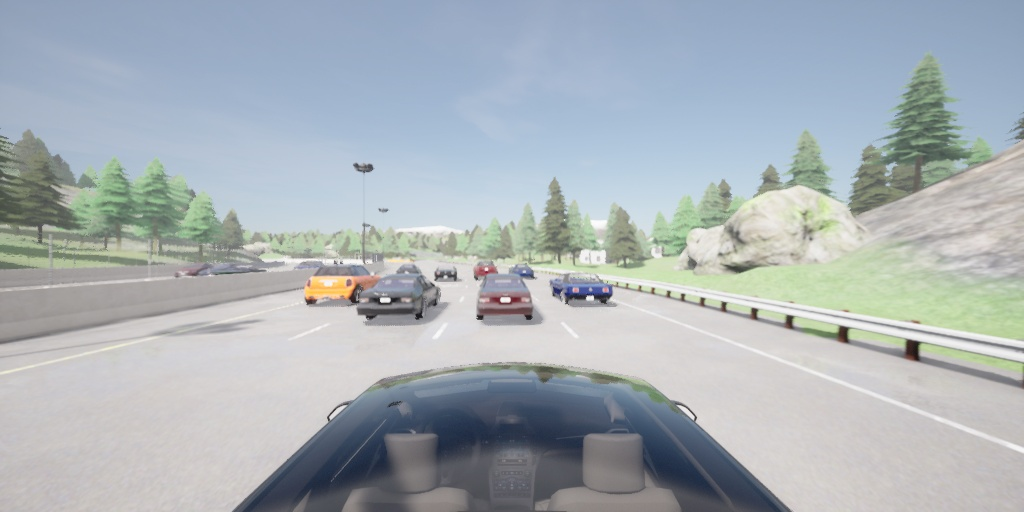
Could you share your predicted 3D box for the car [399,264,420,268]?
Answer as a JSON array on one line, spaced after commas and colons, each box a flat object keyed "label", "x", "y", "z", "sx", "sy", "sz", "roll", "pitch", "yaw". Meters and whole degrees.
[{"label": "car", "x": -9.648, "y": 1.435, "z": 33.657, "sx": 1.994, "sy": 1.385, "sz": 4.181, "roll": 0, "pitch": 0, "yaw": -9}]

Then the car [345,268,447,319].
[{"label": "car", "x": -3.833, "y": 1.341, "z": 12.952, "sx": 2.033, "sy": 1.411, "sz": 5.357, "roll": 0, "pitch": 0, "yaw": -3}]

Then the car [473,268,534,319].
[{"label": "car", "x": -0.327, "y": 1.336, "z": 12.976, "sx": 2.033, "sy": 1.411, "sz": 5.357, "roll": 0, "pitch": 0, "yaw": -3}]

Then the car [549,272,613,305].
[{"label": "car", "x": 2.950, "y": 1.395, "z": 16.460, "sx": 1.895, "sy": 1.301, "sz": 4.718, "roll": 0, "pitch": 0, "yaw": -4}]

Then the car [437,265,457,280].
[{"label": "car", "x": -5.839, "y": 1.460, "z": 31.993, "sx": 1.895, "sy": 1.301, "sz": 4.718, "roll": 0, "pitch": 0, "yaw": -9}]

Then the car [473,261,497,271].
[{"label": "car", "x": -2.564, "y": 1.211, "z": 33.581, "sx": 2.097, "sy": 1.767, "sz": 4.553, "roll": 0, "pitch": 0, "yaw": -9}]

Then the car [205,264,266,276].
[{"label": "car", "x": -23.129, "y": 1.483, "z": 30.416, "sx": 1.895, "sy": 1.301, "sz": 4.718, "roll": 0, "pitch": 0, "yaw": -8}]

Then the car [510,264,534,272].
[{"label": "car", "x": 0.819, "y": 1.421, "z": 34.639, "sx": 1.994, "sy": 1.385, "sz": 4.181, "roll": 0, "pitch": 0, "yaw": -9}]

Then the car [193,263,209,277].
[{"label": "car", "x": -27.461, "y": 1.450, "z": 34.590, "sx": 2.033, "sy": 1.411, "sz": 5.357, "roll": 0, "pitch": 0, "yaw": -8}]

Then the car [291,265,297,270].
[{"label": "car", "x": -21.129, "y": 1.254, "z": 37.328, "sx": 2.097, "sy": 1.767, "sz": 4.553, "roll": 0, "pitch": 0, "yaw": -11}]

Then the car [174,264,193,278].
[{"label": "car", "x": -31.639, "y": 1.440, "z": 36.249, "sx": 1.812, "sy": 1.442, "sz": 4.674, "roll": 0, "pitch": 0, "yaw": -11}]

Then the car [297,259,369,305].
[{"label": "car", "x": -7.616, "y": 1.163, "z": 16.687, "sx": 2.097, "sy": 1.767, "sz": 4.553, "roll": 0, "pitch": 0, "yaw": -4}]
